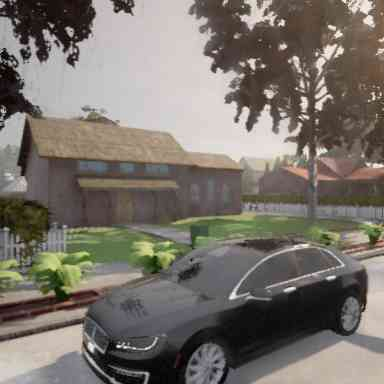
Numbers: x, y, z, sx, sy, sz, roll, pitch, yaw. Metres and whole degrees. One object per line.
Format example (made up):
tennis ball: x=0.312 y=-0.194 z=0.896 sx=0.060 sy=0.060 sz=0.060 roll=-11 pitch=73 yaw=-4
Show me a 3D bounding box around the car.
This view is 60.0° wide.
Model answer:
car: x=0.843 y=1.510 z=5.169 sx=4.892 sy=1.490 sz=1.837 roll=0 pitch=0 yaw=-35
